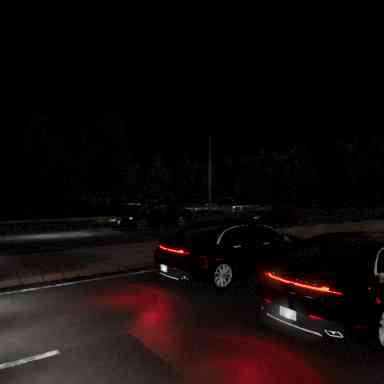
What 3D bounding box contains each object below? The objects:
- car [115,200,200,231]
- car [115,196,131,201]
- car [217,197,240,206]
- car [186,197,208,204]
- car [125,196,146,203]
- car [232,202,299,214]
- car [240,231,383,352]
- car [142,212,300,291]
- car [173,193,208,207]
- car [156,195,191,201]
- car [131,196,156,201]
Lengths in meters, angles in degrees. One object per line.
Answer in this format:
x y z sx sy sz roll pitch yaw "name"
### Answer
-2.255 1.492 20.796 4.902 1.511 2.128 0 0 -35 "car"
-14.131 1.491 66.311 2.128 1.511 4.902 0 0 -35 "car"
6.124 1.526 55.603 1.812 1.442 4.674 0 0 -35 "car"
0.910 1.601 63.065 1.895 1.301 4.718 0 0 -35 "car"
-11.764 1.540 69.062 2.033 1.411 5.357 0 0 -35 "car"
5.126 1.525 21.734 4.674 1.442 1.812 0 0 -35 "car"
3.368 1.505 6.200 4.892 1.490 1.837 0 0 -35 "car"
1.336 1.505 9.049 4.892 1.490 1.837 0 0 -35 "car"
-0.105 1.221 52.242 2.150 2.045 5.566 0 0 -36 "car"
-2.869 1.547 50.104 2.033 1.411 5.357 0 0 -35 "car"
-8.360 1.601 57.968 1.895 1.301 4.718 0 0 -35 "car"
